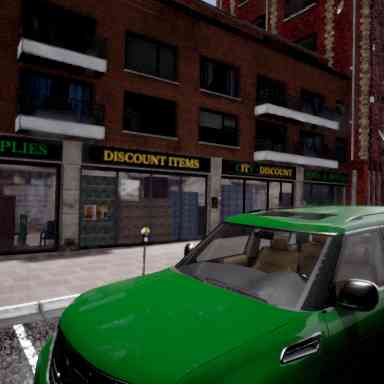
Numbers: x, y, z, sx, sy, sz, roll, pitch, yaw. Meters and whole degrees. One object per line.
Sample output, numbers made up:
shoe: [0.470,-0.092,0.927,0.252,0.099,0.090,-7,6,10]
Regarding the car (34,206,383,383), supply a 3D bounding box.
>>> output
car: [1.271,1.224,3.850,5.566,2.045,2.150,0,0,-35]
